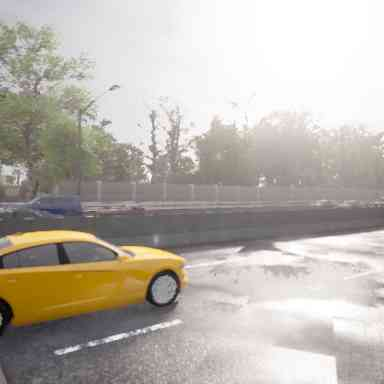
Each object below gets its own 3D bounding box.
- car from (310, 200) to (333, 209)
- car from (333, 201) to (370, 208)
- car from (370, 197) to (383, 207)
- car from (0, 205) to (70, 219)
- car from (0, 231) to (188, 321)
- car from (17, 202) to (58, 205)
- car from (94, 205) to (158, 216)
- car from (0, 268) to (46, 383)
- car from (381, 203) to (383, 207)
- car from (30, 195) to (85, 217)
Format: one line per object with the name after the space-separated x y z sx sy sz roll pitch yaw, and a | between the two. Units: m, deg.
18.864 1.957 47.512 4.892 1.490 1.837 1 -1 -35 | car
21.703 1.969 45.240 4.892 1.490 1.837 1 -1 -35 | car
25.283 1.708 43.492 5.566 2.045 2.150 1 -1 -35 | car
-8.448 1.523 15.162 4.892 1.490 1.837 1 0 -35 | car
-2.382 1.494 6.345 5.008 1.535 1.882 1 -1 -35 | car
-10.281 1.512 18.153 4.902 1.511 2.128 1 0 -36 | car
-5.144 1.710 26.114 4.718 1.301 1.895 1 0 -35 | car
-3.578 1.524 1.192 5.357 1.411 2.033 1 0 -36 | car
11.578 1.541 16.300 4.553 1.767 2.097 1 -1 -36 | car
-11.039 1.278 25.249 5.566 2.045 2.150 1 -1 -38 | car
